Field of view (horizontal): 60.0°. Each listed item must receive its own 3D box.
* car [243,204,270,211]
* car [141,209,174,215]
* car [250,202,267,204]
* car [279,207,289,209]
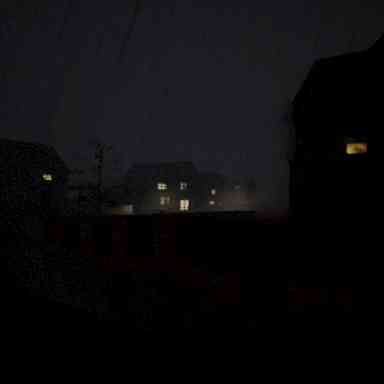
[{"bbox_3d":[9.104,2.735,44.088,2.128,1.511,4.902,1,-1,36],"label":"car"},{"bbox_3d":[-3.139,2.291,31.746,1.895,1.301,4.718,1,-1,35],"label":"car"},{"bbox_3d":[9.563,2.565,49.589,2.150,2.045,5.566,1,-1,35],"label":"car"},{"bbox_3d":[14.894,3.032,52.381,1.882,1.535,5.008,1,-1,35],"label":"car"}]
